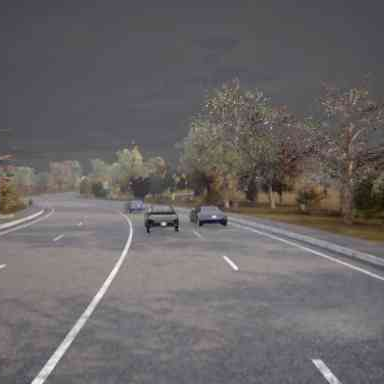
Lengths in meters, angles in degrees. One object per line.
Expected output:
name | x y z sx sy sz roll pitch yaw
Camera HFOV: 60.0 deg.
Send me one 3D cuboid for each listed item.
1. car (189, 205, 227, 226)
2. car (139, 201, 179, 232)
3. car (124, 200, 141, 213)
car | 1.034 1.559 23.237 1.994 1.385 4.181 0 0 -11
car | -1.938 1.493 20.192 2.128 1.511 4.902 0 0 -10
car | -6.496 1.558 37.810 2.033 1.411 5.357 0 0 -19
